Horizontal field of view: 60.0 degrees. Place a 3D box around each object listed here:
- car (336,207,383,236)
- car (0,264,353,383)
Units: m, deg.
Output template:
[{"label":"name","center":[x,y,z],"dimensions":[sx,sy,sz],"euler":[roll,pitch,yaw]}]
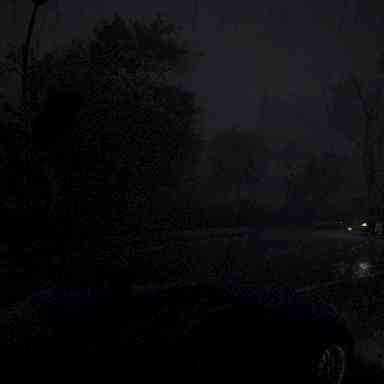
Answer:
[{"label":"car","center":[10.502,1.539,18.553],"dimensions":[5.357,1.411,2.033],"euler":[0,0,-29]},{"label":"car","center":[-0.293,1.520,3.397],"dimensions":[4.674,1.442,1.812],"euler":[0,0,-35]}]
